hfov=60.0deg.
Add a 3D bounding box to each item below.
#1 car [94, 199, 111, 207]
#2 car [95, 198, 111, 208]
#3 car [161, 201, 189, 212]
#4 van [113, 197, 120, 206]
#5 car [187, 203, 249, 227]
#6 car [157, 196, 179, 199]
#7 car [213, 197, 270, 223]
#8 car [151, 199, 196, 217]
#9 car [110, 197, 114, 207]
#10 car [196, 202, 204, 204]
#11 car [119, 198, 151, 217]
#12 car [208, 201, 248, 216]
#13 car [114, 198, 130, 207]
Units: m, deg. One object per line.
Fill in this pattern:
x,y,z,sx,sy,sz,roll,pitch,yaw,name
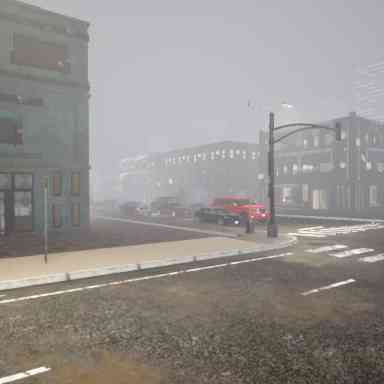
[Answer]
-18.455,2.227,68.733,1.887,1.381,4.507,-1,0,-35,car
-17.521,2.254,62.965,1.895,1.301,4.718,-1,0,-35,car
-2.421,1.965,46.174,1.802,1.307,4.206,-2,0,-35,car
-12.047,1.906,59.709,1.690,1.788,3.998,-1,0,-35,van
1.894,1.814,25.425,1.947,1.339,4.313,-1,0,-35,car
-3.575,1.612,43.334,2.150,2.045,5.566,-1,0,-35,car
3.813,1.448,27.414,2.150,2.045,5.566,-1,0,-35,car
-2.041,1.820,35.658,1.882,1.535,5.008,-1,0,-35,car
-15.254,1.939,64.221,2.192,1.841,5.009,-1,0,-35,car
0.784,1.903,41.663,1.802,1.307,4.206,-2,0,-35,car
-6.048,1.846,36.806,1.967,1.590,4.097,-1,0,-35,car
3.990,1.809,37.151,2.008,1.369,4.403,-2,0,-35,car
-8.058,1.951,44.146,2.128,1.511,4.902,-1,0,-35,car
